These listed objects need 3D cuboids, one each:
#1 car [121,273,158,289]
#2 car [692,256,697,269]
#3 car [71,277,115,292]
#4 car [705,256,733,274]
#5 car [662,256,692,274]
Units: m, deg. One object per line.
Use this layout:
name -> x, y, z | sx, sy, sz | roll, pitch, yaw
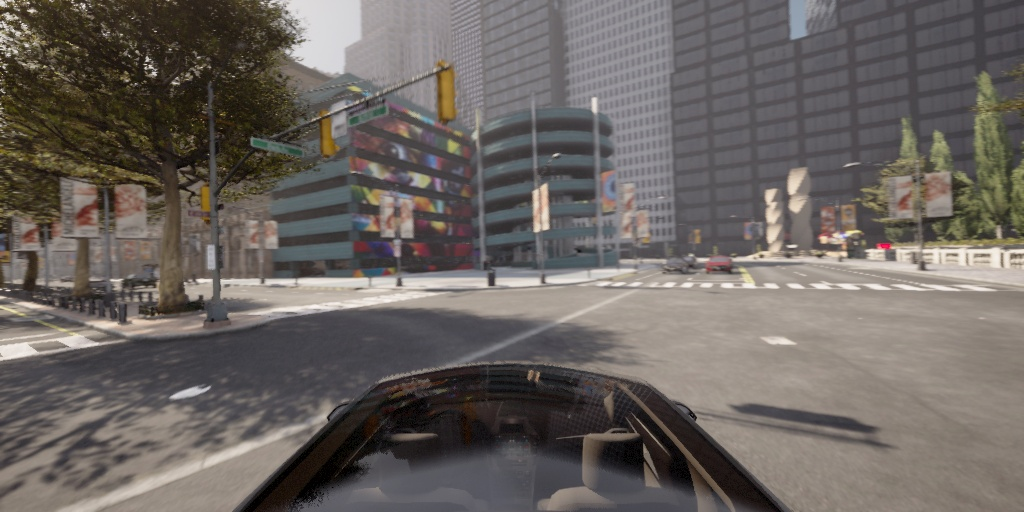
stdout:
car -> -41.126, 2.678, 39.540 | 4.553, 1.767, 2.097 | -2, 0, 31
car -> 20.361, 0.778, 41.657 | 2.033, 1.411, 5.357 | -2, 0, 32
car -> -40.799, 2.789, 35.157 | 4.902, 1.511, 2.128 | -2, 0, 32
car -> 18.214, 0.737, 31.567 | 1.882, 1.535, 5.008 | -2, 0, 32
car -> 15.223, 0.874, 33.377 | 1.837, 1.490, 4.892 | -2, 0, 32
